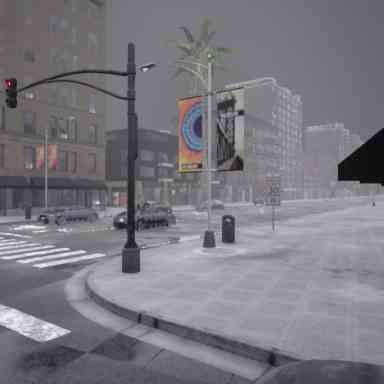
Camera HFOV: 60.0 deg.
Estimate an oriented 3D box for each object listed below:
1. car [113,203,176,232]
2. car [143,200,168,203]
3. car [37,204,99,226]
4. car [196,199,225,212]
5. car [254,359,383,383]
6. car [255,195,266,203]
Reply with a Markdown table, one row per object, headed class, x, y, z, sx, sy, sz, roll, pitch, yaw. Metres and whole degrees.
| class | x | y | z | sx | sy | sz | roll | pitch | yaw |
| --- | --- | --- | --- | --- | --- | --- | --- | --- | --- |
| car | -2.875 | 1.590 | 20.683 | 1.994 | 1.385 | 4.181 | 0 | 0 | 35 |
| car | -3.741 | 1.535 | 31.047 | 1.837 | 1.490 | 4.892 | 0 | 0 | 35 |
| car | -8.810 | 1.580 | 23.852 | 1.994 | 1.385 | 4.181 | 0 | 0 | 35 |
| car | 2.291 | 1.578 | 39.594 | 1.812 | 1.442 | 4.674 | 0 | 0 | 35 |
| car | 2.141 | 1.551 | 1.323 | 4.403 | 1.369 | 2.008 | 0 | 0 | 35 |
| car | 11.246 | 1.308 | 52.158 | 1.837 | 1.490 | 4.892 | 0 | 0 | 35 |
